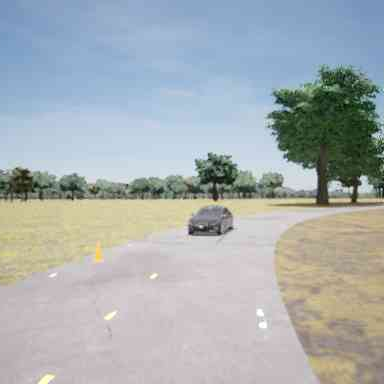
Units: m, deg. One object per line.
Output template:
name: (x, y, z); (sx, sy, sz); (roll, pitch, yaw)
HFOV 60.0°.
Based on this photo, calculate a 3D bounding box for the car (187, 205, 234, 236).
car: (1.185, 1.545, 19.092); (1.837, 1.490, 4.892); (0, 0, 18)

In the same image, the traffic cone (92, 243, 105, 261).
traffic cone: (-3.140, 1.999, 11.154); (0.340, 0.580, 0.340); (0, 0, 12)
